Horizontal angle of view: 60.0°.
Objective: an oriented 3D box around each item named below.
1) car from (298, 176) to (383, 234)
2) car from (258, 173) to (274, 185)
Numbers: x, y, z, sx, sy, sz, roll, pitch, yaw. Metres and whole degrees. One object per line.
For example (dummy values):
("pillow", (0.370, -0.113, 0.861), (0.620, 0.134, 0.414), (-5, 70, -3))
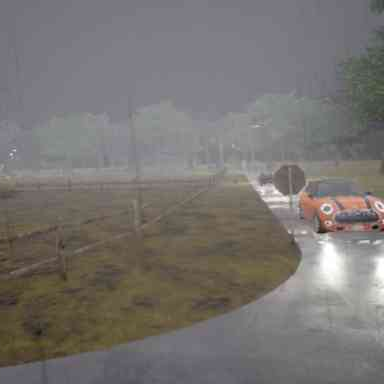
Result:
("car", (5.277, 0.342, 12.226), (2.097, 1.767, 4.553), (-3, 4, 8))
("car", (9.145, -1.604, 40.807), (1.895, 1.301, 4.718), (-3, 4, 8))
